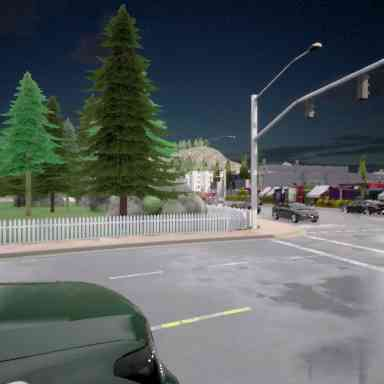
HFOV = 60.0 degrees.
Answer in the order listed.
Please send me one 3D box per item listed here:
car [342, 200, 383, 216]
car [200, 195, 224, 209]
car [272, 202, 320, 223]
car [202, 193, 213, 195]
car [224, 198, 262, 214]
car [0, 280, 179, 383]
[{"bbox_3d":[17.140,1.560,33.232,1.837,1.490,4.892,0,0,-15],"label":"car"},{"bbox_3d":[2.868,1.547,44.236,2.128,1.511,4.902,0,0,-16],"label":"car"},{"bbox_3d":[8.071,1.560,26.343,1.837,1.490,4.892,0,0,-14],"label":"car"},{"bbox_3d":[2.985,1.277,69.612,2.150,2.045,5.566,0,0,-16],"label":"car"},{"bbox_3d":[5.483,1.656,35.250,1.895,1.301,4.718,0,0,-16],"label":"car"},{"bbox_3d":[-2.744,1.221,1.679,5.566,2.045,2.150,0,0,-36],"label":"car"}]
